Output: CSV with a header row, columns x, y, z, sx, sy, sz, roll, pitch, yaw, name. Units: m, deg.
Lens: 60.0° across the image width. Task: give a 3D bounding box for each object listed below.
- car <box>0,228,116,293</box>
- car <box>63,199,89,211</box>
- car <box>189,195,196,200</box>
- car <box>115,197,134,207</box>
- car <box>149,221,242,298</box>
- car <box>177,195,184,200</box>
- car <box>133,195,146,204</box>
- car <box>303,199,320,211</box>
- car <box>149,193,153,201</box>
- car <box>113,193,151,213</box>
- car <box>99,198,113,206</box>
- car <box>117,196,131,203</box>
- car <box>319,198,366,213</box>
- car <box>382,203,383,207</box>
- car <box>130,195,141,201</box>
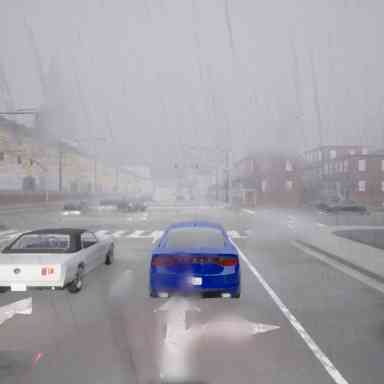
x,y,z,sx,sy,sz,roll,pitch,yaw,name
-3.413,1.601,8.816,1.895,1.301,4.718,0,0,0,car
-14.026,1.564,40.318,1.994,1.385,4.181,0,0,0,car
0.166,1.540,93.350,2.033,1.411,5.357,0,0,0,car
-10.499,1.505,52.076,1.837,1.490,4.892,0,0,0,car
0.081,1.478,8.547,1.882,1.535,5.008,0,0,1,car
-3.335,1.500,93.308,1.837,1.490,4.892,0,0,0,car
-10.402,1.477,66.391,1.882,1.535,5.008,0,0,1,car
15.782,1.491,39.514,4.902,1.511,2.128,0,0,0,car
-10.363,1.225,77.196,2.150,2.045,5.566,0,0,0,car
-6.803,1.352,37.236,2.097,1.767,4.553,0,0,-32,car
-13.988,1.600,55.439,1.895,1.301,4.718,0,0,0,car
-13.879,1.525,67.968,1.812,1.442,4.674,0,0,0,car
16.524,1.564,36.010,4.181,1.385,1.994,0,0,0,car
25.773,1.221,39.495,5.566,2.045,2.150,0,0,0,car
-13.855,1.518,81.996,1.812,1.442,4.674,0,0,0,car
